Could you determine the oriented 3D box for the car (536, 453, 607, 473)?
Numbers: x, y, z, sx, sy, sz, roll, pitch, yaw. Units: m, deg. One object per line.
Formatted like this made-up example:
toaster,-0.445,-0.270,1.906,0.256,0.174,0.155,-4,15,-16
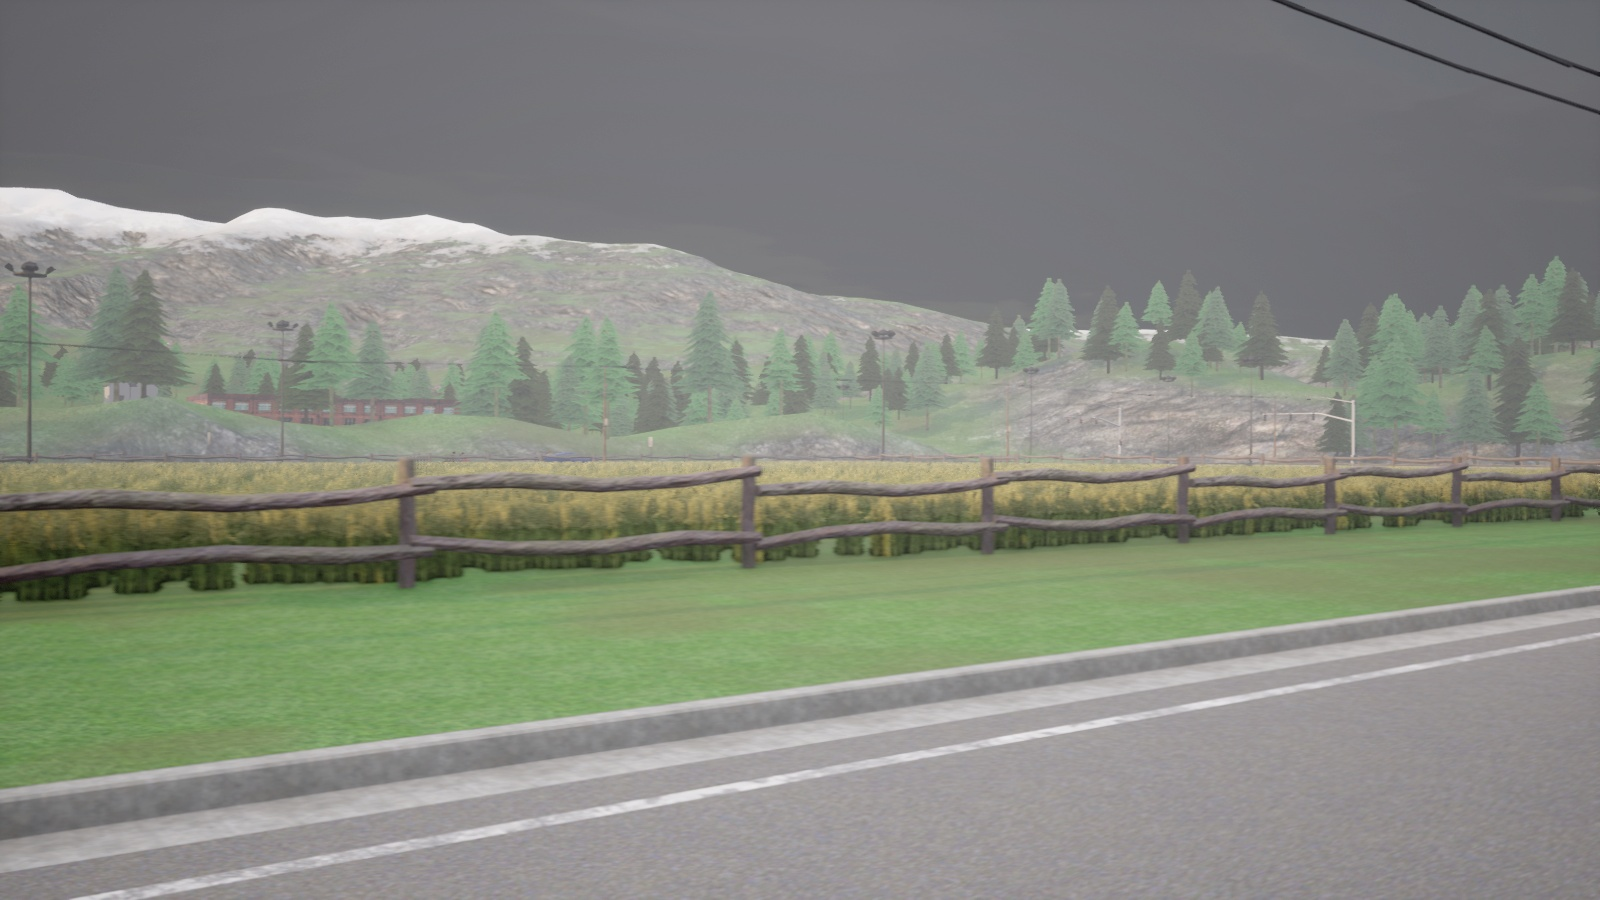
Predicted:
car,-17.517,0.996,96.359,5.008,1.535,1.882,0,0,-35
